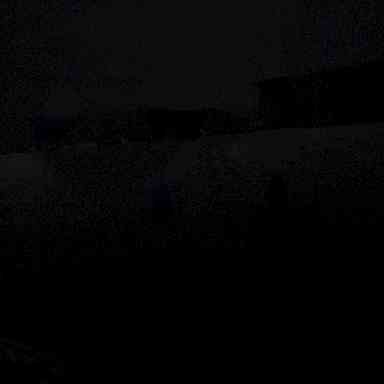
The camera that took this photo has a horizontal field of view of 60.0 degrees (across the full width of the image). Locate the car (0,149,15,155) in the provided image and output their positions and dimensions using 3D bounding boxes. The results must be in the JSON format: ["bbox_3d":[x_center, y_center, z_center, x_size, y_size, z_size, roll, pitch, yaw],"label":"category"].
[{"bbox_3d":[-29.301,-5.917,53.040,4.892,1.521,2.231,2,2,40],"label":"car"}]

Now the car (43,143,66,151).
[{"bbox_3d":[-16.564,-5.497,42.501,4.553,1.767,2.185,3,2,40],"label":"car"}]

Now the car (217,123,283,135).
[{"bbox_3d":[4.712,-4.400,24.905,4.892,1.521,2.231,3,2,39],"label":"car"}]

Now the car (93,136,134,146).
[{"bbox_3d":[-7.964,-5.111,35.384,4.553,1.767,2.185,3,2,40],"label":"car"}]

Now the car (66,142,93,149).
[{"bbox_3d":[-12.198,-5.135,38.887,4.674,1.452,2.002,3,2,40],"label":"car"}]

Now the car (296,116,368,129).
[{"bbox_3d":[9.053,-4.137,21.459,4.674,1.452,2.002,3,2,38],"label":"car"}]

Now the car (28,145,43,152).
[{"bbox_3d":[-20.814,-5.683,46.018,4.553,1.767,2.185,3,2,40],"label":"car"}]

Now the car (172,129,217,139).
[{"bbox_3d":[0.457,-4.604,28.415,4.892,1.521,2.231,3,2,40],"label":"car"}]
